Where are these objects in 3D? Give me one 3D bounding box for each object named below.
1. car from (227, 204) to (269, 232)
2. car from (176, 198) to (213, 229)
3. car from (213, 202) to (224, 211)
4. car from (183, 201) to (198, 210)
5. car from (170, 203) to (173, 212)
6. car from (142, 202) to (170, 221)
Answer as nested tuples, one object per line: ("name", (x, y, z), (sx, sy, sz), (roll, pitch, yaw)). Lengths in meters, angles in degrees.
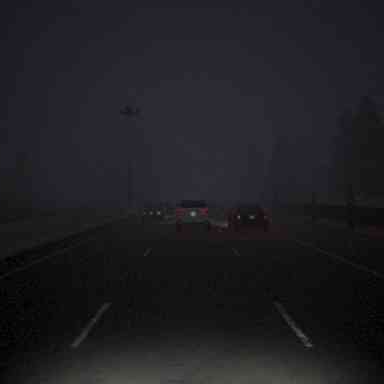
("car", (3.573, 1.551, 21.930), (2.097, 1.767, 4.553), (0, -1, 0))
("car", (0.069, 1.441, 23.381), (2.150, 2.045, 5.566), (0, 0, 0))
("car", (3.336, 2.036, 47.203), (1.895, 1.301, 4.718), (0, -1, -3))
("car", (-0.300, 2.080, 51.401), (1.895, 1.301, 4.718), (0, -1, -4))
("car", (-3.611, 1.988, 44.796), (1.994, 1.385, 4.181), (0, 0, -2))
("car", (-3.428, 1.837, 30.447), (2.033, 1.411, 5.357), (0, -1, 0))
